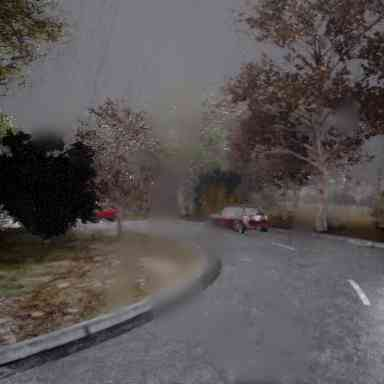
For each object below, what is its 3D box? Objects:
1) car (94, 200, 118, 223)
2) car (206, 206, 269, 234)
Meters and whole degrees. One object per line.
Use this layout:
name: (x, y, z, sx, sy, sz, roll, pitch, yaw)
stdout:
car: (-9.389, 1.781, 31.137, 5.566, 2.045, 2.150, -1, -1, 32)
car: (2.841, 1.675, 21.718, 2.097, 1.767, 4.553, 0, -1, -30)
